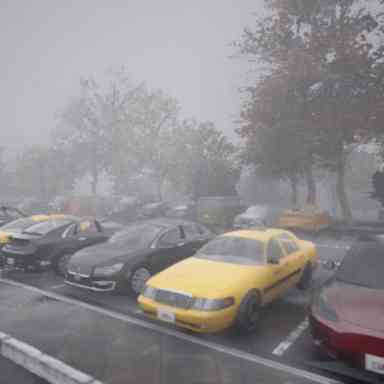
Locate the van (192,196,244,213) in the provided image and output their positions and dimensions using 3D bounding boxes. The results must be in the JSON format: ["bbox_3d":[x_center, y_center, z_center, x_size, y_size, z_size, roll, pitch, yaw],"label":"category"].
[{"bbox_3d":[2.196,1.285,22.863,1.878,1.987,4.442,0,0,36],"label":"van"}]

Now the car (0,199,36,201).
[{"bbox_3d":[-10.016,1.394,15.344,2.185,1.767,4.553,0,0,36],"label":"car"}]

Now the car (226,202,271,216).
[{"bbox_3d":[4.381,1.547,21.156,2.002,1.452,4.674,0,0,36],"label":"car"}]

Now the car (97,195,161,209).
[{"bbox_3d":[-4.642,1.270,27.589,2.435,2.045,5.566,0,0,36],"label":"car"}]

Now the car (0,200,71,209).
[{"bbox_3d":[-7.760,1.390,13.726,2.185,1.767,4.553,0,0,36],"label":"car"}]

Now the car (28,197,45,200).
[{"bbox_3d":[-13.509,1.562,33.990,2.097,1.535,5.008,-1,-1,36],"label":"car"}]

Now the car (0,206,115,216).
[{"bbox_3d":[-5.594,1.510,11.983,1.946,1.575,5.366,0,0,36],"label":"car"}]

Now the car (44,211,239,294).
[{"bbox_3d":[-0.970,1.507,8.903,2.231,1.521,4.892,0,0,36],"label":"car"}]

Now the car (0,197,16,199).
[{"bbox_3d":[-18.119,1.655,37.063,1.946,1.575,5.366,-1,-1,36],"label":"car"}]

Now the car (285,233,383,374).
[{"bbox_3d":[3.521,1.528,5.638,2.163,1.488,4.792,0,0,36],"label":"car"}]

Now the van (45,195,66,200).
[{"bbox_3d":[-11.453,1.306,32.365,1.878,1.987,4.442,-1,0,36],"label":"van"}]

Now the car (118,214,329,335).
[{"bbox_3d":[1.174,1.499,7.129,1.946,1.575,5.366,0,0,36],"label":"car"}]

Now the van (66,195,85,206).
[{"bbox_3d":[-8.958,1.302,30.863,1.878,1.987,4.442,0,0,36],"label":"van"}]

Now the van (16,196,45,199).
[{"bbox_3d":[-15.834,1.384,35.507,1.878,1.987,4.442,-1,-1,36],"label":"van"}]

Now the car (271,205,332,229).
[{"bbox_3d":[6.729,1.504,19.462,2.097,1.535,5.008,0,0,36],"label":"car"}]

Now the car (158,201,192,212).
[{"bbox_3d":[-0.022,1.554,24.308,2.002,1.452,4.674,0,0,36],"label":"car"}]

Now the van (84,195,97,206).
[{"bbox_3d":[-6.809,1.299,29.321,1.878,1.987,4.442,0,0,36],"label":"van"}]

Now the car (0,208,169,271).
[{"bbox_3d":[-3.234,1.510,10.510,2.231,1.521,4.892,0,0,36],"label":"car"}]

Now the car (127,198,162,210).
[{"bbox_3d":[-2.276,1.517,25.920,2.097,1.535,5.008,0,0,36],"label":"car"}]
